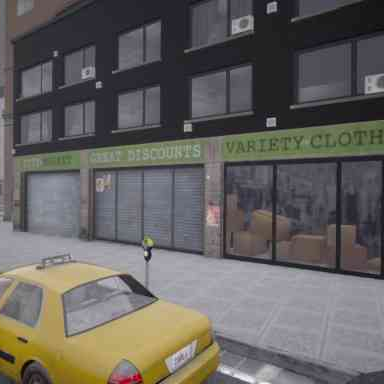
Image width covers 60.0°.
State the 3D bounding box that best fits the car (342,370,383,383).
[{"bbox_3d":[2.712,1.551,1.160,4.403,1.369,2.008,0,1,35],"label":"car"}]

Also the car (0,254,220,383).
[{"bbox_3d":[-1.980,1.524,4.494,4.829,1.417,1.752,0,1,35],"label":"car"}]
